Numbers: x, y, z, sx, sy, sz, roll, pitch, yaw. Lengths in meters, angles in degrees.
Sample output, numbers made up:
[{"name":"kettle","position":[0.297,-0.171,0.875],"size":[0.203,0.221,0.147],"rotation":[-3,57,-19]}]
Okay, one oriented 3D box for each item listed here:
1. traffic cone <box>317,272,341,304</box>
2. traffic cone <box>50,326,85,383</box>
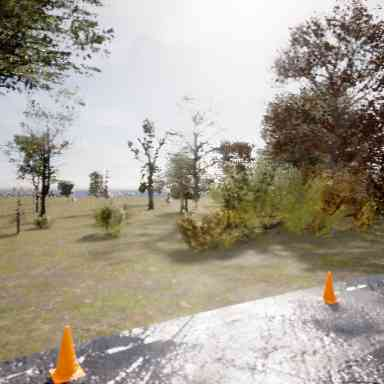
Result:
[{"name":"traffic cone","position":[2.818,1.932,6.825],"size":[0.340,0.580,0.340],"rotation":[0,0,-31]},{"name":"traffic cone","position":[-1.521,1.933,4.064],"size":[0.340,0.580,0.340],"rotation":[0,0,-34]}]
